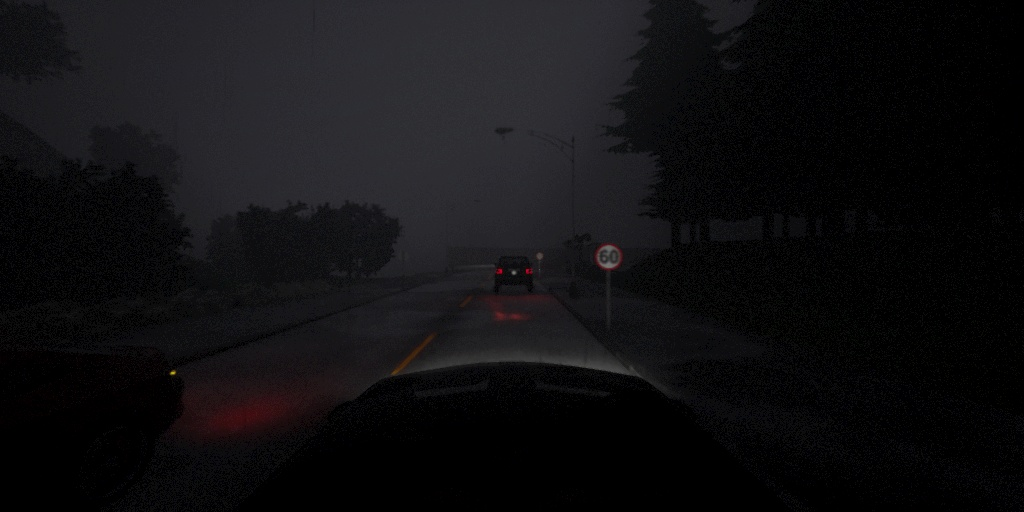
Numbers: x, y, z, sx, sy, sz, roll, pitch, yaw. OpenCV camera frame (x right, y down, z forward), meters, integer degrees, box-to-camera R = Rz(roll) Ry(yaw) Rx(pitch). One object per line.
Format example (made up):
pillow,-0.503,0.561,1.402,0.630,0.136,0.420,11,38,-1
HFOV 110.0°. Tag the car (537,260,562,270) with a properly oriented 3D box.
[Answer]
car,4.634,1.253,50.289,4.674,1.442,1.812,0,0,-14

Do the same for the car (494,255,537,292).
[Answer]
car,0.098,0.958,21.233,2.150,2.045,5.566,0,0,0

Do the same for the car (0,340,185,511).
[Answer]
car,-4.100,1.276,1.601,1.812,1.442,4.674,0,0,0
